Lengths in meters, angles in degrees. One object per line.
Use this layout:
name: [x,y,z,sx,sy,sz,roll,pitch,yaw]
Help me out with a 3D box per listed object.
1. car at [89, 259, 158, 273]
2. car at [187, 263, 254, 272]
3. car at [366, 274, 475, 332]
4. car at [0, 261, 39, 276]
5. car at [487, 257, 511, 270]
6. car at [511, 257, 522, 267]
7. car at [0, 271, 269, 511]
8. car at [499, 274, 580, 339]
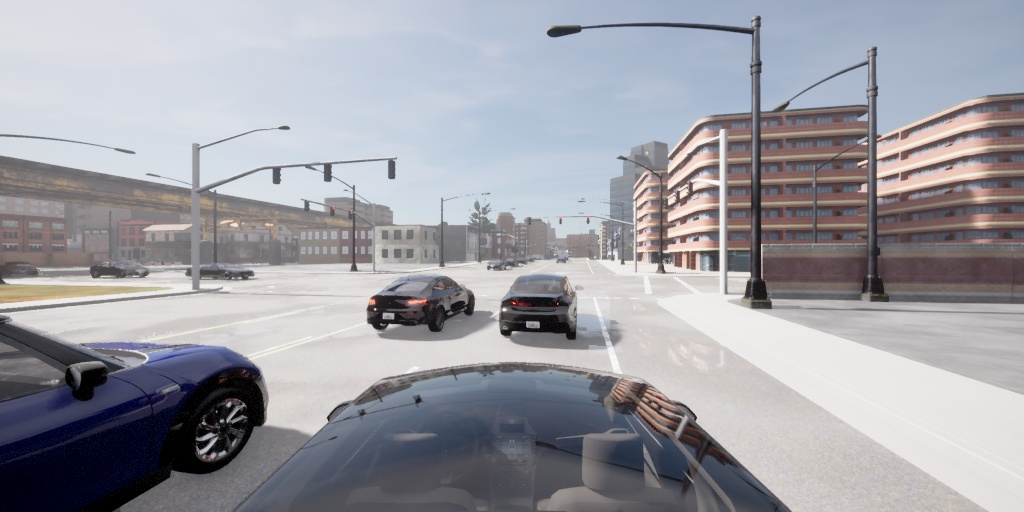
car: [-35.485,1.242,32.436,4.902,1.511,2.128,0,0,11]
car: [-24.883,1.297,30.548,5.357,1.411,2.033,0,0,10]
car: [-2.531,1.276,10.848,1.812,1.442,4.674,0,0,11]
car: [-49.574,1.275,35.984,4.674,1.442,1.812,0,0,29]
car: [-2.002,1.106,47.985,2.128,1.511,4.902,0,1,11]
car: [-0.198,0.957,57.261,1.882,1.535,5.008,0,1,11]
car: [-3.858,1.102,2.072,2.097,1.767,4.553,0,0,6]
car: [0.914,1.255,10.206,1.837,1.490,4.892,0,0,11]
